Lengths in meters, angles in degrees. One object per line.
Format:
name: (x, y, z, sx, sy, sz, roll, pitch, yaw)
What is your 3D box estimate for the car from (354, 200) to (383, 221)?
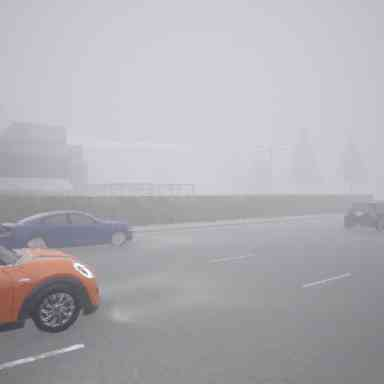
car: (16.072, 1.491, 28.225, 4.902, 1.511, 2.128, 0, 0, -37)

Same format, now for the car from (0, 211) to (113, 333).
car: (-3.867, 1.352, 5.289, 4.553, 1.767, 2.097, 0, 0, -35)

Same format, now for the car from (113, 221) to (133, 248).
car: (-4.805, 1.477, 13.216, 5.008, 1.535, 1.882, 0, 0, -35)

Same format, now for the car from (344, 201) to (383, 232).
car: (11.383, 1.352, 20.461, 4.553, 1.767, 2.097, 0, 0, -36)
